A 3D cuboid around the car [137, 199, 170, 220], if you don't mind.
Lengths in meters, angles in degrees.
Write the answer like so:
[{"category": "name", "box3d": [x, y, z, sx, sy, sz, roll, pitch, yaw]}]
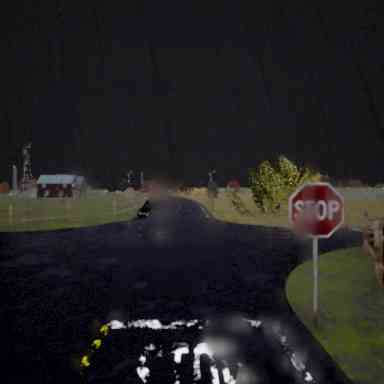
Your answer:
[{"category": "car", "box3d": [-2.932, 1.339, 26.074, 1.837, 1.490, 4.892, 0, 3, 5]}]
